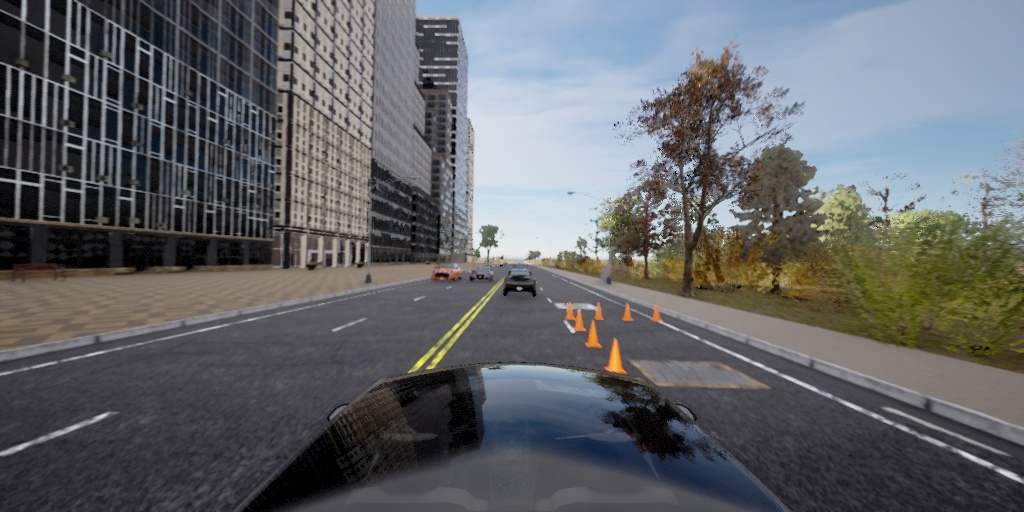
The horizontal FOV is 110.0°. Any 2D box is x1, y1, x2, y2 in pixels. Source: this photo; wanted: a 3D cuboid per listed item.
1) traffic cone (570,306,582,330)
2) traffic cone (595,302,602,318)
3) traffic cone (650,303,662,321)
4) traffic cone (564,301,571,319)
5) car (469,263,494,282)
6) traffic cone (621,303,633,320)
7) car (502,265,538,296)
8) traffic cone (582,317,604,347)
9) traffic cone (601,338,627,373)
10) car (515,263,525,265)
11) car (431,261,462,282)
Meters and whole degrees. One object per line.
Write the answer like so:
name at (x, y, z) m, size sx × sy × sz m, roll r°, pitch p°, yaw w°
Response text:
traffic cone at (1.972, 1.859, 10.543) m, size 0.340 × 0.580 × 0.340 m, roll 0°, pitch 0°, yaw 1°
traffic cone at (3.017, 1.905, 12.519) m, size 0.340 × 0.580 × 0.340 m, roll 0°, pitch 0°, yaw 1°
traffic cone at (5.016, 1.945, 12.473) m, size 0.340 × 0.580 × 0.340 m, roll 0°, pitch 0°, yaw 1°
traffic cone at (2.018, 1.885, 12.542) m, size 0.340 × 0.580 × 0.340 m, roll 0°, pitch 0°, yaw 1°
car at (-2.716, 1.667, 33.130) m, size 1.994 × 1.385 × 4.181 m, roll 1°, pitch -1°, yaw 1°
traffic cone at (4.017, 1.925, 12.496) m, size 0.340 × 0.580 × 0.340 m, roll 0°, pitch 0°, yaw 1°
car at (0.474, 1.524, 21.758) m, size 1.837 × 1.490 × 4.892 m, roll 1°, pitch -1°, yaw 1°
traffic cone at (1.926, 1.832, 8.543) m, size 0.340 × 0.580 × 0.340 m, roll 0°, pitch 0°, yaw 1°
traffic cone at (1.881, 1.805, 6.544) m, size 0.340 × 0.580 × 0.340 m, roll 0°, pitch 0°, yaw 1°
car at (1.074, 1.724, 47.881) m, size 2.097 × 1.767 × 4.553 m, roll 1°, pitch -1°, yaw 1°
car at (-5.963, 1.388, 33.045) m, size 2.097 × 1.767 × 4.553 m, roll 1°, pitch -1°, yaw 1°
